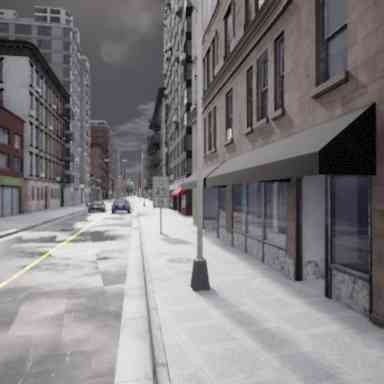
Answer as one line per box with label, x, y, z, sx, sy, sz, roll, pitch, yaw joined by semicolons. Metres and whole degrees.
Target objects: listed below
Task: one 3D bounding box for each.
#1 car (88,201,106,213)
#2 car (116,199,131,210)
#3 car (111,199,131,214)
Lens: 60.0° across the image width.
car;-11.927;1.806;42.083;2.033;1.411;5.357;0;0;-10
car;-10.154;1.795;49.618;2.128;1.511;4.902;0;0;-9
car;-8.431;1.590;39.766;2.097;1.767;4.553;0;0;-9
